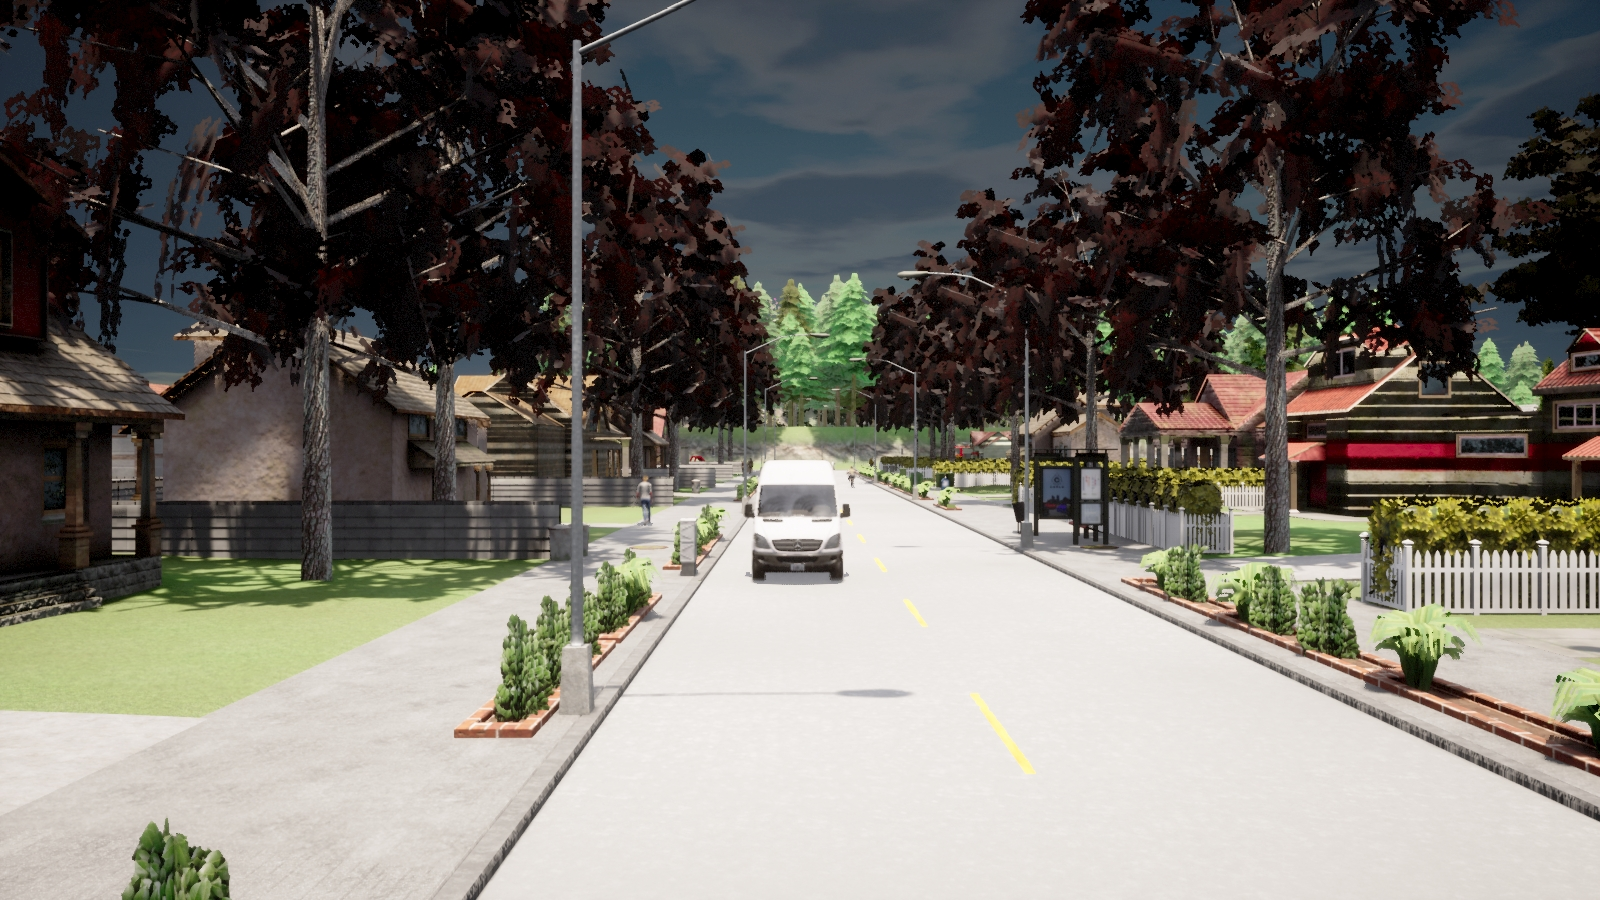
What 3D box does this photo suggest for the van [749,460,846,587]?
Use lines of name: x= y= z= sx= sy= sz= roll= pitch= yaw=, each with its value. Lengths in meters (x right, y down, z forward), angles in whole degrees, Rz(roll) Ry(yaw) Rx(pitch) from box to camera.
van: x=-0.054 y=1.534 z=26.382 sx=1.988 sy=2.561 sz=5.915 roll=0 pitch=0 yaw=0

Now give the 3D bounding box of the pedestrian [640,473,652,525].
pedestrian: x=-5.519 y=1.743 z=40.936 sx=0.375 sy=1.860 sz=0.375 roll=0 pitch=0 yaw=2
